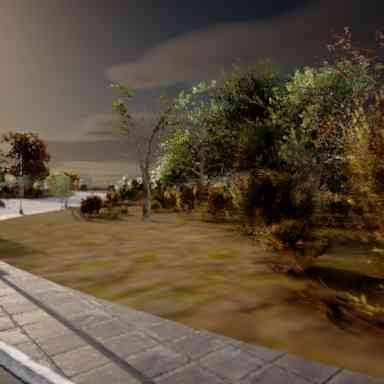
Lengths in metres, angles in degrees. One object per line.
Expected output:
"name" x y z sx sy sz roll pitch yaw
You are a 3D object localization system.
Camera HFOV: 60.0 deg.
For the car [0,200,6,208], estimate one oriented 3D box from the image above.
"car" -33.382 2.068 56.558 1.812 1.442 4.674 1 0 -6
